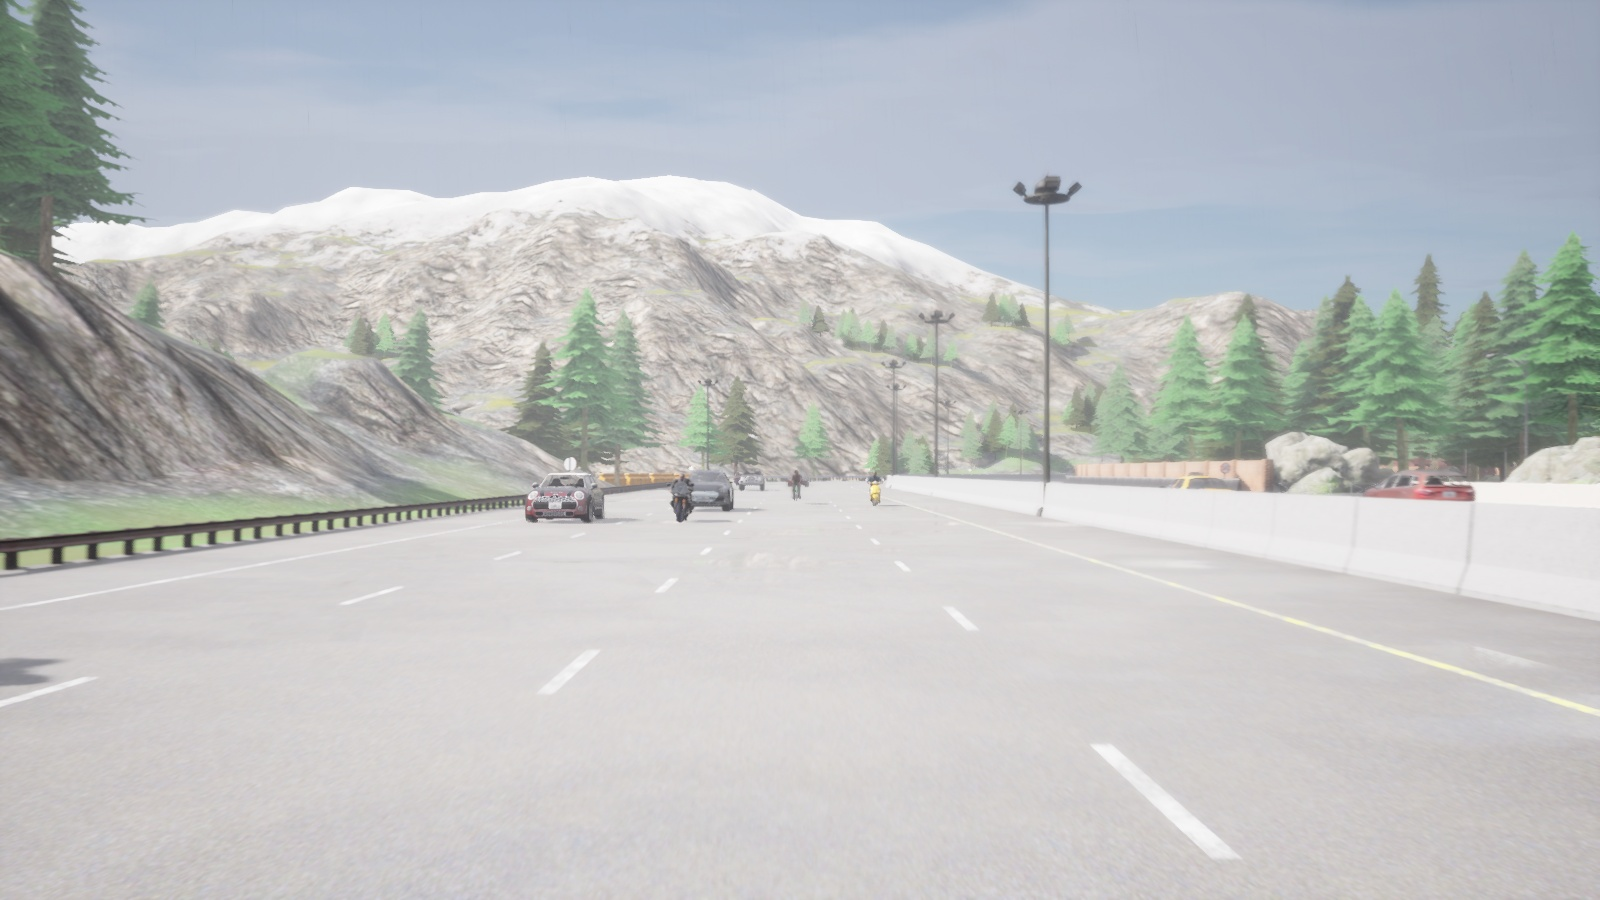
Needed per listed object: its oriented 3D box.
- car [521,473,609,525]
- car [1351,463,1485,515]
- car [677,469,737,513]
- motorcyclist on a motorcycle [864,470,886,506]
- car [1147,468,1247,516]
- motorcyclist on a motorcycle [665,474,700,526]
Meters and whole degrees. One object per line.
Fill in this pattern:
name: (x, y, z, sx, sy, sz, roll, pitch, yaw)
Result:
car: (-7.093, 1.451, 38.204, 1.970, 1.475, 3.806, 0, -1, 0)
car: (20.895, 1.294, 42.697, 2.242, 1.667, 4.611, 0, -1, 0)
car: (-3.621, 1.595, 49.698, 2.033, 1.649, 4.856, 0, -1, 0)
motorcyclist on a motorcycle: (3.363, 1.702, 56.338, 0.866, 1.590, 1.817, 0, -1, 0)
car: (13.892, 1.443, 44.284, 1.801, 1.575, 5.366, 0, -1, 0)
motorcyclist on a motorcycle: (-3.594, 1.512, 38.502, 0.866, 1.530, 2.191, 0, -1, 0)
